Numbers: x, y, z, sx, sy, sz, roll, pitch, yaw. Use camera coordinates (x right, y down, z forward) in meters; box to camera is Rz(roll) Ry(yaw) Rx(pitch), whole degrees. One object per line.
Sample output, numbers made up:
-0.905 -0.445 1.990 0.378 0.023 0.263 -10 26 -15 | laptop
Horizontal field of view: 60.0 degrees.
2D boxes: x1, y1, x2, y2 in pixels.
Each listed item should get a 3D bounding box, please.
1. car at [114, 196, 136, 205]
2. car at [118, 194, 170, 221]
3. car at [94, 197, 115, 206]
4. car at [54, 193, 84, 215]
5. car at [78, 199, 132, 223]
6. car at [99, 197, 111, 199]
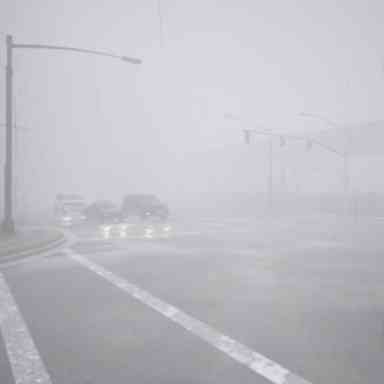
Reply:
-11.682 1.453 57.847 1.882 1.535 5.008 0 0 -35 | car
-4.028 1.214 27.907 2.150 2.045 5.566 0 0 -35 | car
-14.849 1.557 56.275 1.895 1.301 4.718 0 0 -35 | car
-12.566 1.172 34.208 2.150 2.045 5.566 0 0 -34 | car
-6.889 1.522 25.891 2.033 1.411 5.357 0 0 -34 | car
-9.319 1.534 35.654 1.994 1.385 4.181 0 0 -34 | car
